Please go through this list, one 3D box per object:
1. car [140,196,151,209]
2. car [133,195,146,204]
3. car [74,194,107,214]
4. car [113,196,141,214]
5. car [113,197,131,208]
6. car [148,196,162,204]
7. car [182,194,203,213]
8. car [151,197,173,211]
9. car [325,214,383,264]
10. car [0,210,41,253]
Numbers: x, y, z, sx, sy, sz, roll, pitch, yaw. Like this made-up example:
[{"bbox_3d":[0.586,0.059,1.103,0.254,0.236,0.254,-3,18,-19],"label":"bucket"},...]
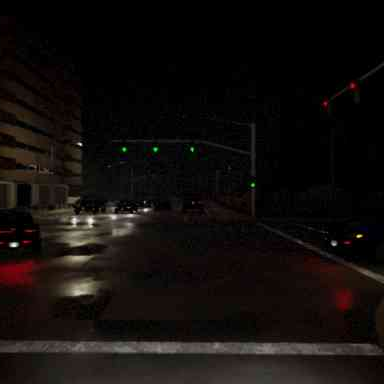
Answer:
[{"bbox_3d":[-7.080,1.370,46.743,2.097,1.767,4.553,0,0,0],"label":"car"},{"bbox_3d":[-10.504,1.482,66.844,1.882,1.535,5.008,0,0,0],"label":"car"},{"bbox_3d":[-10.597,1.235,35.146,2.150,2.045,5.566,0,0,0],"label":"car"},{"bbox_3d":[-7.091,1.518,36.173,1.837,1.490,4.892,0,0,0],"label":"car"},{"bbox_3d":[-10.562,1.544,50.431,1.812,1.442,4.674,0,0,0],"label":"car"},{"bbox_3d":[-7.006,1.571,63.987,2.033,1.411,5.357,0,0,0],"label":"car"},{"bbox_3d":[0.098,1.235,37.689,2.150,2.045,5.566,0,0,0],"label":"car"},{"bbox_3d":[-3.403,1.492,40.052,1.882,1.535,5.008,0,0,0],"label":"car"},{"bbox_3d":[6.830,1.473,11.230,4.674,1.442,1.812,0,-1,-13],"label":"car"},{"bbox_3d":[-7.093,1.471,12.891,1.837,1.490,4.892,2,-1,-32],"label":"car"}]
